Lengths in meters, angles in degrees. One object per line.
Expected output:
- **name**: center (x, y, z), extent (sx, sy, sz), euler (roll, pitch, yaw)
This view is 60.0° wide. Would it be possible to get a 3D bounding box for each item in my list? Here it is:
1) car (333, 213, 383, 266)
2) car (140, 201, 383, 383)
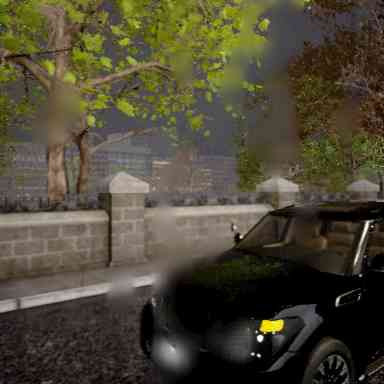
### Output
- **car**: center (6.918, 1.505, 11.493), extent (4.206, 1.307, 1.802), euler (0, 0, -35)
- **car**: center (2.044, 1.194, 4.831), extent (5.566, 2.045, 2.150), euler (0, 0, -35)
